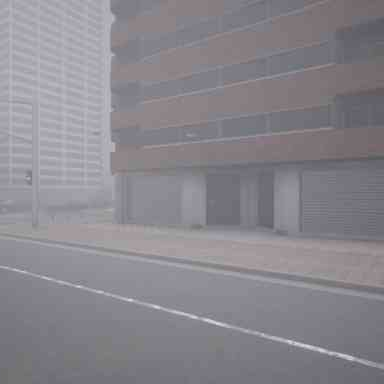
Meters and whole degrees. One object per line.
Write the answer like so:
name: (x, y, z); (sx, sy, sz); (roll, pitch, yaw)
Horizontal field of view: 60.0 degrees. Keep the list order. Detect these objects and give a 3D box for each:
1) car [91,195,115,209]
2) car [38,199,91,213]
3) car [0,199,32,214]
car: (-12.779, 1.505, 44.135); (1.837, 1.490, 4.892); (0, 0, 35)
car: (-13.867, 1.601, 36.443); (1.895, 1.301, 4.718); (0, 0, 35)
car: (-18.731, 1.478, 35.579); (1.882, 1.535, 5.008); (0, 0, 35)
